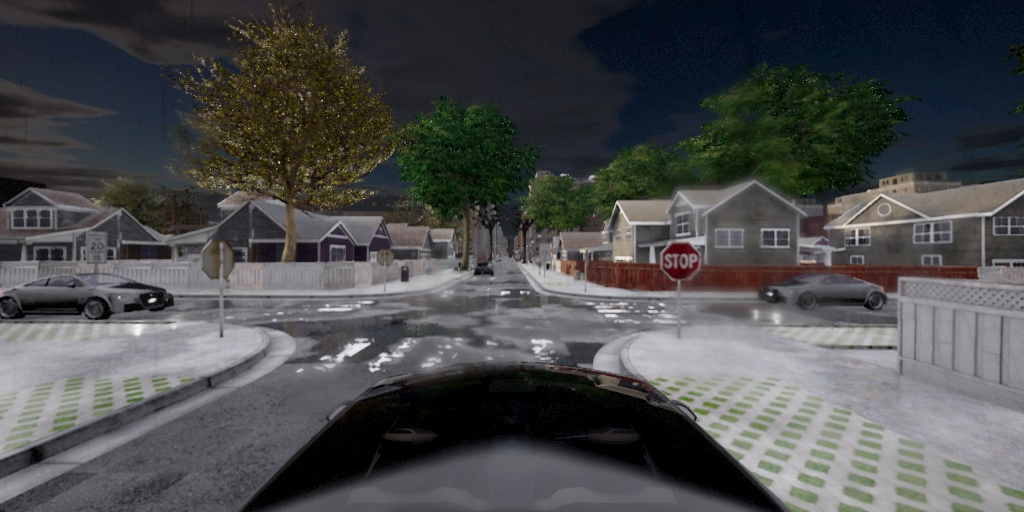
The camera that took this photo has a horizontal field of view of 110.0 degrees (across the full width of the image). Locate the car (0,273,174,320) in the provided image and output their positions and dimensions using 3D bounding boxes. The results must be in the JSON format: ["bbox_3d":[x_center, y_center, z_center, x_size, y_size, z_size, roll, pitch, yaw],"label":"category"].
[{"bbox_3d":[-13.778,1.261,11.740,4.181,1.385,1.994,0,0,0],"label":"car"}]

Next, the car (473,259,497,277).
[{"bbox_3d":[-2.788,1.291,36.429,1.882,1.535,5.008,0,0,0],"label":"car"}]

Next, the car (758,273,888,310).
[{"bbox_3d":[12.616,1.408,14.722,4.181,1.385,1.994,0,0,0],"label":"car"}]
